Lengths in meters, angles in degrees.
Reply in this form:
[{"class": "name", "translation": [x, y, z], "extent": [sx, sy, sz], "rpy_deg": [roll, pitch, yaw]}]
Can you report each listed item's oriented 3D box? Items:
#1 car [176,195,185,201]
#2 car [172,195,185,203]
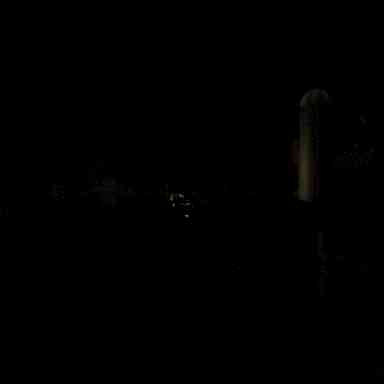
[{"class": "car", "translation": [-2.724, 1.403, 79.766], "extent": [2.033, 1.411, 5.357], "rpy_deg": [0, 0, 0]}, {"class": "car", "translation": [-2.729, 1.441, 64.453], "extent": [1.812, 1.442, 4.674], "rpy_deg": [0, 1, 0]}]
